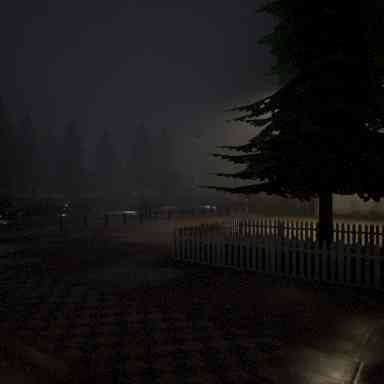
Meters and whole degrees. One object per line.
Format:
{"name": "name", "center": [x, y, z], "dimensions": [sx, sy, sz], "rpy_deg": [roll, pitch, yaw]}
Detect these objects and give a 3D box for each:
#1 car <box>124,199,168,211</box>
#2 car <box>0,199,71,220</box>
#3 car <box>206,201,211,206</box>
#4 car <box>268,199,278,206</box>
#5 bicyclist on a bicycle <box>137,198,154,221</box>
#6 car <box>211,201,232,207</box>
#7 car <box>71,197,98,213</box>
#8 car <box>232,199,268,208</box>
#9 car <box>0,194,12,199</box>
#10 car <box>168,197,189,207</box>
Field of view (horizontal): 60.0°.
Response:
{"name": "car", "center": [-5.687, 1.548, 40.174], "dimensions": [2.033, 1.411, 5.357], "rpy_deg": [0, 0, 35]}
{"name": "car", "center": [-13.737, 1.547, 28.882], "dimensions": [2.033, 1.411, 5.357], "rpy_deg": [0, 0, 35]}
{"name": "car", "center": [4.462, 1.547, 54.250], "dimensions": [2.033, 1.411, 5.357], "rpy_deg": [0, 0, 36]}
{"name": "car", "center": [14.267, 1.547, 55.774], "dimensions": [2.033, 1.411, 5.357], "rpy_deg": [0, 0, 36]}
{"name": "bicyclist on a bicycle", "center": [-3.433, 1.302, 24.414], "dimensions": [1.656, 1.620, 0.582], "rpy_deg": [0, 0, 35]}
{"name": "car", "center": [5.088, 1.564, 48.990], "dimensions": [1.994, 1.385, 4.181], "rpy_deg": [0, 0, 35]}
{"name": "car", "center": [-12.623, 1.353, 36.471], "dimensions": [2.097, 1.767, 4.553], "rpy_deg": [0, 0, 36]}
{"name": "car", "center": [8.356, 1.221, 47.473], "dimensions": [2.150, 2.045, 5.566], "rpy_deg": [0, 0, 36]}
{"name": "car", "center": [-18.224, 1.222, 28.617], "dimensions": [2.150, 2.045, 5.566], "rpy_deg": [0, 0, 35]}
{"name": "car", "center": [-2.228, 1.525, 50.990], "dimensions": [1.812, 1.442, 4.674], "rpy_deg": [0, 0, 36]}
